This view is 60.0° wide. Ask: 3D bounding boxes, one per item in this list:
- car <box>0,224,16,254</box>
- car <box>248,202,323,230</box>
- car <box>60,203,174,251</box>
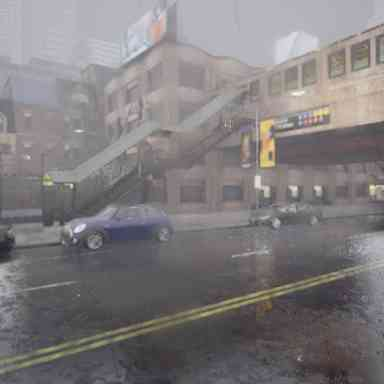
[{"bbox_3d":[-8.221,1.487,10.166,5.008,1.535,2.097,-1,0,-36],"label":"car"},{"bbox_3d":[5.721,1.354,20.238,4.892,1.521,2.231,0,0,-26],"label":"car"},{"bbox_3d":[-3.072,1.312,14.010,4.553,1.767,2.185,-1,0,-36],"label":"car"}]
